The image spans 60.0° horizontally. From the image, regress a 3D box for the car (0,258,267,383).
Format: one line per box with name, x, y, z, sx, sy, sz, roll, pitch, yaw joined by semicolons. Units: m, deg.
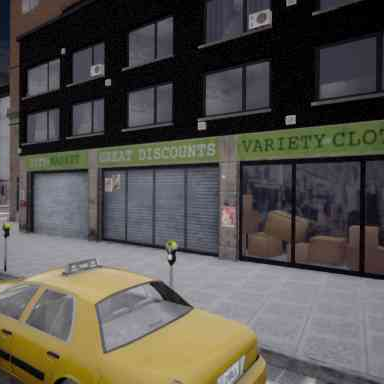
car;-1.540;1.524;4.190;4.829;1.417;1.752;0;1;36
